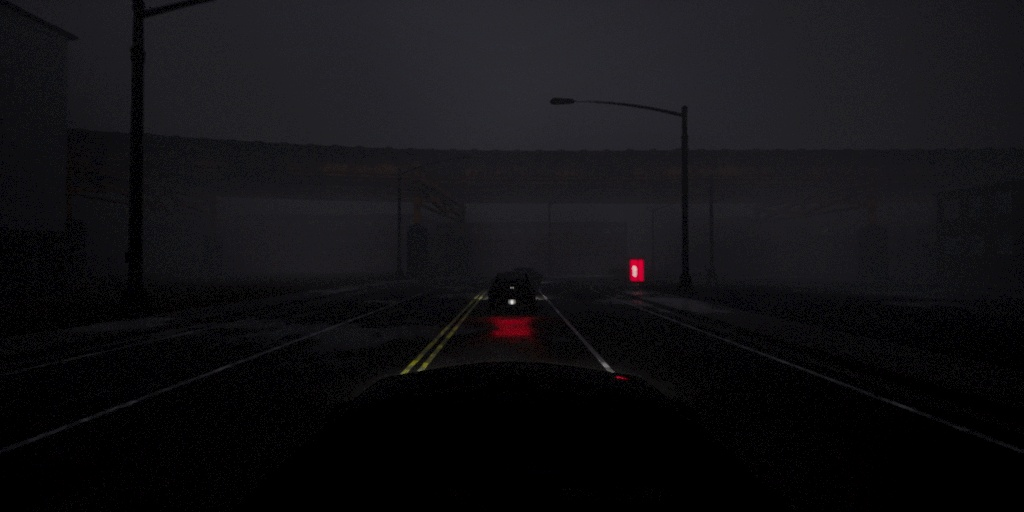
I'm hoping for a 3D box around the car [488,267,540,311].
[{"bbox_3d":[0.017,1.409,15.346,1.837,1.490,4.892,0,0,0],"label":"car"}]

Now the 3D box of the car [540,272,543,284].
[{"bbox_3d":[1.087,1.600,28.755,2.033,1.411,5.357,0,-1,18],"label":"car"}]

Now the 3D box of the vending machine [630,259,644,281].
[{"bbox_3d":[11.018,1.280,31.638,1.100,2.100,0.880,0,0,42],"label":"vending machine"}]

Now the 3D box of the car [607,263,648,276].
[{"bbox_3d":[14.815,1.853,46.649,4.718,1.301,1.895,0,-1,-20],"label":"car"}]
